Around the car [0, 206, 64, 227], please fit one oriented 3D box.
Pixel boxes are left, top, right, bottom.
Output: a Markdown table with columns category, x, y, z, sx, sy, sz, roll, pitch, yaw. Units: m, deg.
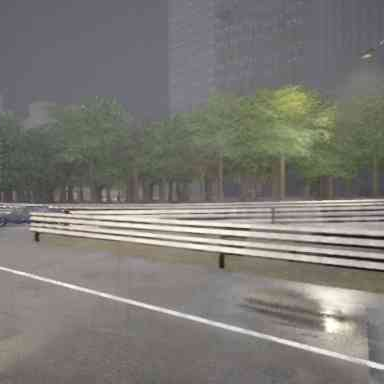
| category | x | y | z | sx | sy | sz | roll | pitch | yaw |
| --- | --- | --- | --- | --- | --- | --- | --- | --- | --- |
| car | -11.393 | 1.683 | 23.426 | 5.357 | 1.411 | 2.033 | 0 | 0 | 18 |
